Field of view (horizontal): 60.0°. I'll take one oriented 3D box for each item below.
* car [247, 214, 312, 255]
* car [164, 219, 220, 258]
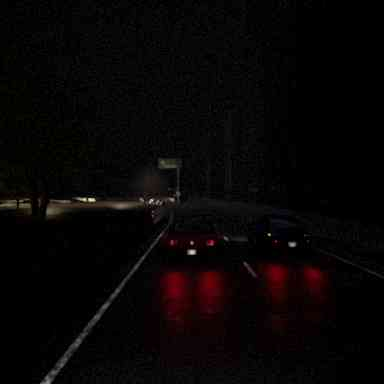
[{"bbox_3d":[3.517,1.659,13.903,1.812,1.442,4.674,0,0,0],"label":"car"},{"bbox_3d":[0.011,1.728,13.250,1.895,1.301,4.718,0,-1,0],"label":"car"}]
